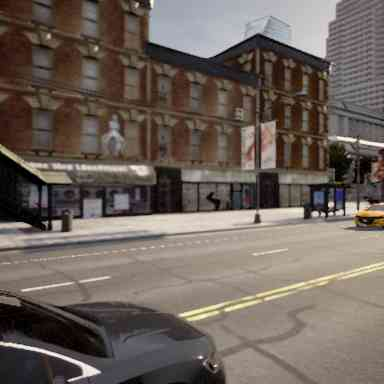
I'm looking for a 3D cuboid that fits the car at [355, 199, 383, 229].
[{"bbox_3d":[12.474,1.466,21.525,5.008,1.535,1.882,0,0,-36],"label":"car"}]

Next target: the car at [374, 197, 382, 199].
[{"bbox_3d":[32.865,1.595,57.548,1.895,1.301,4.718,0,0,-6],"label":"car"}]

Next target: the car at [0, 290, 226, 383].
[{"bbox_3d":[-1.937,1.506,2.365,4.892,1.490,1.837,0,0,-36],"label":"car"}]
